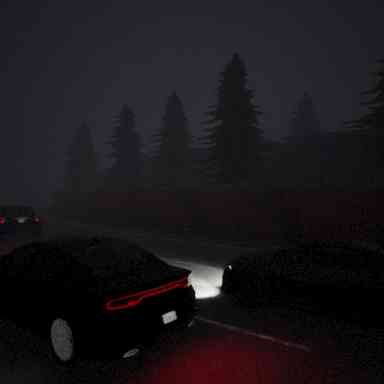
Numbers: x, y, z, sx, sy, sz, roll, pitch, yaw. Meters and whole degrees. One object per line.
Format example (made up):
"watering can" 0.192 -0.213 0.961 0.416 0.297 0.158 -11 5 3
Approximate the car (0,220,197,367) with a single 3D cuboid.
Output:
"car" -2.228 1.520 5.954 5.008 1.535 1.882 0 0 39

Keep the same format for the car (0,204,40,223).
"car" -9.994 1.488 18.247 2.097 1.767 4.553 0 -1 -43

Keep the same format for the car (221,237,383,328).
"car" 2.677 1.598 6.544 4.181 1.385 1.994 0 0 36
